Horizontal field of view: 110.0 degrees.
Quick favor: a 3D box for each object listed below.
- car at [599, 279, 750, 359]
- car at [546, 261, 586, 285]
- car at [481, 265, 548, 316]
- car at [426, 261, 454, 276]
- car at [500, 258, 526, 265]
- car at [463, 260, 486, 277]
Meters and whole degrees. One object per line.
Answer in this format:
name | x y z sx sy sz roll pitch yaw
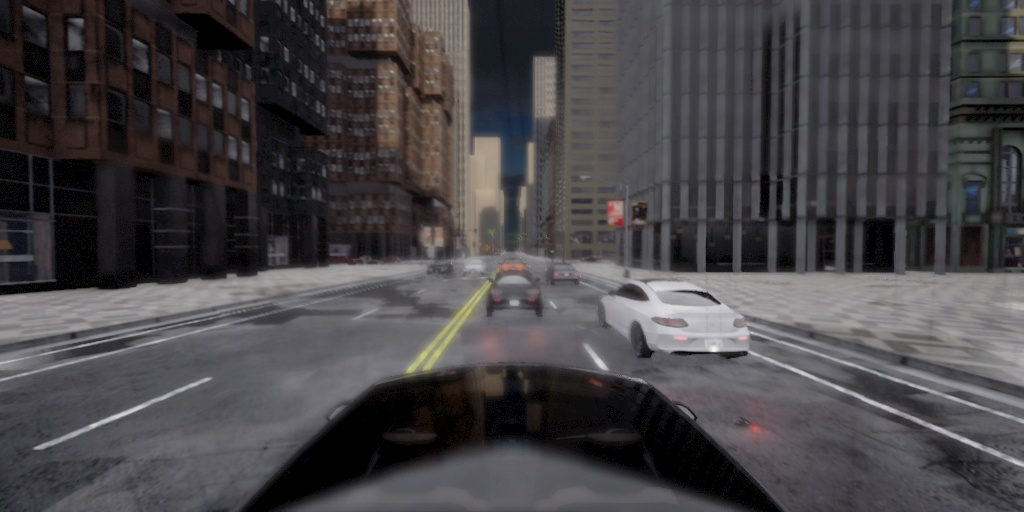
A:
car | 3.311 1.239 8.162 1.812 1.442 4.674 0 1 0
car | 3.316 1.163 24.221 2.033 1.411 5.357 0 0 0
car | 0.083 1.211 12.919 1.812 1.442 4.674 0 0 0
car | -6.602 1.118 33.389 1.994 1.385 4.181 0 0 0
car | 0.083 0.938 28.680 2.097 1.767 4.553 0 0 0
car | -3.352 1.081 33.076 1.812 1.442 4.674 0 0 0
